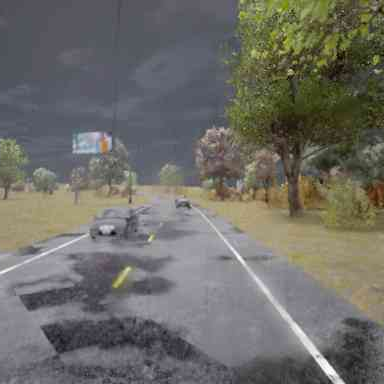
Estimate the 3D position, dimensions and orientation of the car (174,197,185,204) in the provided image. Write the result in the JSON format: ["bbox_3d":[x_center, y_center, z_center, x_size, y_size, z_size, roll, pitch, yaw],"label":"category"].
[{"bbox_3d":[-2.422,1.579,64.269,1.895,1.301,4.718,0,0,-4],"label":"car"}]

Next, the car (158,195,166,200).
[{"bbox_3d":[-8.636,1.468,94.320,1.812,1.442,4.674,0,0,-6],"label":"car"}]

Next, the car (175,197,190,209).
[{"bbox_3d":[-1.254,1.522,45.465,1.812,1.442,4.674,0,0,-3],"label":"car"}]

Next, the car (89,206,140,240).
[{"bbox_3d":[-3.872,1.508,17.239,2.128,1.511,4.902,0,0,-1],"label":"car"}]
